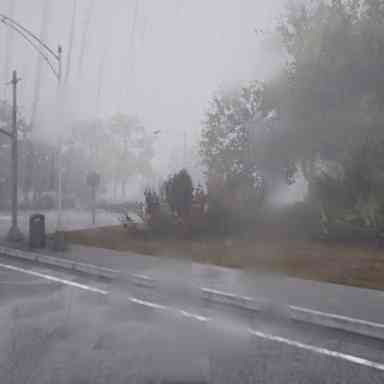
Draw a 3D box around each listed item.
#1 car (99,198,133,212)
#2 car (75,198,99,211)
[{"bbox_3d":[-7.933,1.562,38.086,1.895,1.301,4.718,0,0,32],"label":"car"},{"bbox_3d":[-11.432,1.448,39.103,2.128,1.511,4.902,0,0,32],"label":"car"}]
